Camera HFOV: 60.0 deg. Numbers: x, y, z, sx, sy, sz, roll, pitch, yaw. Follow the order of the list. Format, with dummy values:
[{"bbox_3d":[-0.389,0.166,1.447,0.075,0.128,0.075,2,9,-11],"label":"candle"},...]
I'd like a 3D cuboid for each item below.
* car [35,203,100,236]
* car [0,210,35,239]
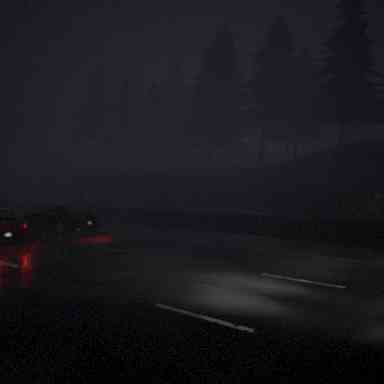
[{"bbox_3d":[-6.975,1.329,17.585,5.008,1.535,1.882,1,0,36],"label":"car"},{"bbox_3d":[-9.373,1.448,14.994,4.718,1.301,1.895,1,0,36],"label":"car"}]
